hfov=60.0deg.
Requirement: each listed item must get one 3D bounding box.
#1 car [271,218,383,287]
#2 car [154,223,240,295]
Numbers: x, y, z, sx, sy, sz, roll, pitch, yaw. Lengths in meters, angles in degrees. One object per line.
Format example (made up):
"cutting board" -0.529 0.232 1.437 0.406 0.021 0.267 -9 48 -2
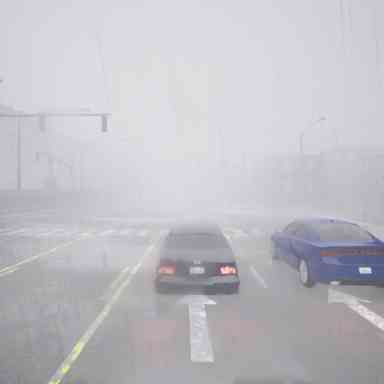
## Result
"car" 3.600 1.478 9.376 1.882 1.535 5.008 0 0 0
"car" 0.098 1.547 8.852 2.033 1.411 5.357 0 0 0
